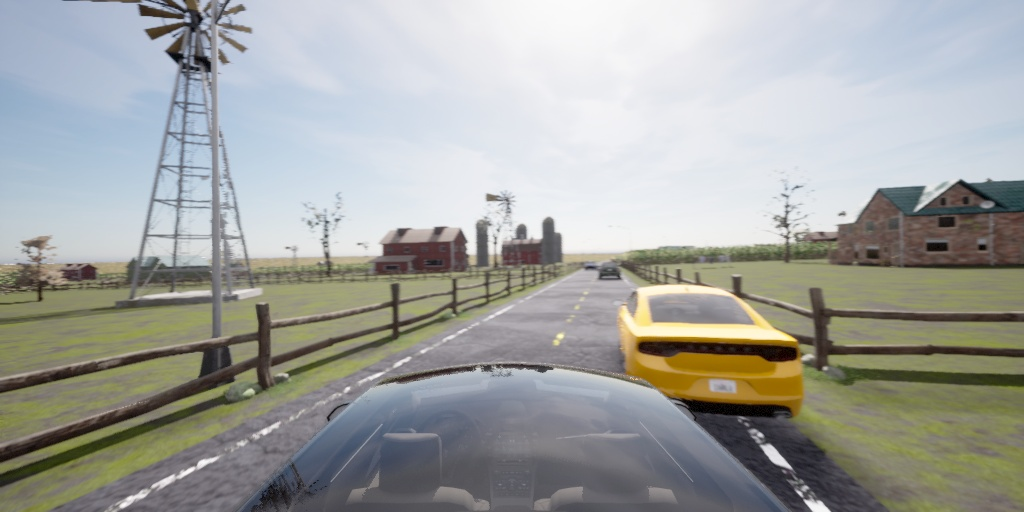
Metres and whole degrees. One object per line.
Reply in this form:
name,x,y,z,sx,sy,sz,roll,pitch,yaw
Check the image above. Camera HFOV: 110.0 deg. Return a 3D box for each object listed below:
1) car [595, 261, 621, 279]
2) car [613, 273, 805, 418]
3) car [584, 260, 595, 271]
car,9.590,1.299,35.253,2.097,1.767,4.553,-1,-1,15
car,2.831,1.223,6.151,1.882,1.535,5.008,-1,-1,15
car,13.107,1.521,59.684,2.097,1.767,4.553,-1,-1,15
